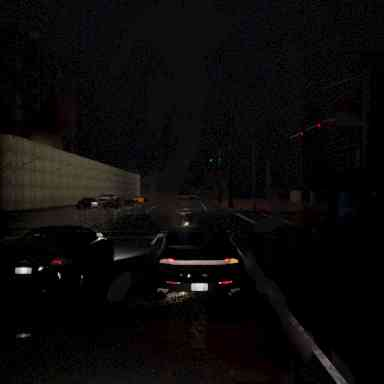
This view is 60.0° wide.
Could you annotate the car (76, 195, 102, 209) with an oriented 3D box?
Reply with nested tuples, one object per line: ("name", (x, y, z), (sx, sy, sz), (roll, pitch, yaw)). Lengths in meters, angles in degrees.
("car", (-14.009, 1.505, 44.732), (1.837, 1.490, 4.892), (0, 0, 0))

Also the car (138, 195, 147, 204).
("car", (-10.429, 1.477, 63.906), (1.882, 1.535, 5.008), (0, 0, 1))

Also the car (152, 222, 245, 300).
("car", (0.099, 1.492, 8.396), (2.128, 1.511, 4.902), (0, 0, -1))

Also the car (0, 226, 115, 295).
("car", (-3.408, 1.564, 8.758), (1.994, 1.385, 4.181), (0, 0, 0))

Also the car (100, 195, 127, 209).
("car", (-10.510, 1.525, 44.696), (1.812, 1.442, 4.674), (0, 0, 0))

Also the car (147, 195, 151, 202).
("car", (-10.365, 1.473, 74.066), (1.882, 1.535, 5.008), (0, 0, 0))

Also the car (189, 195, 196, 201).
("car", (0.155, 1.525, 84.938), (2.128, 1.511, 4.902), (0, 0, 0))

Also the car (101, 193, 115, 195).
("car", (-13.992, 1.221, 54.586), (2.150, 2.045, 5.566), (0, 0, 1))

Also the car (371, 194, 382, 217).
("car", (15.151, 1.222, 28.548), (5.566, 2.045, 2.150), (0, 0, 0))

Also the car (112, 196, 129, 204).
("car", (-13.905, 1.547, 65.211), (2.033, 1.411, 5.357), (0, 0, 1))

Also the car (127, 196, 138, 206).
("car", (-10.487, 1.600, 53.803), (1.895, 1.301, 4.718), (0, 0, 0))
